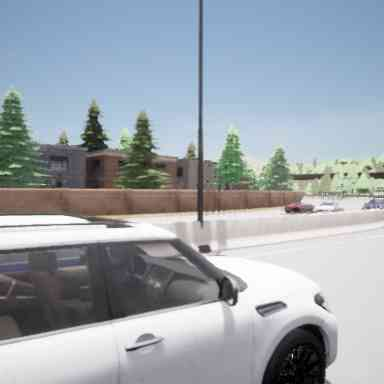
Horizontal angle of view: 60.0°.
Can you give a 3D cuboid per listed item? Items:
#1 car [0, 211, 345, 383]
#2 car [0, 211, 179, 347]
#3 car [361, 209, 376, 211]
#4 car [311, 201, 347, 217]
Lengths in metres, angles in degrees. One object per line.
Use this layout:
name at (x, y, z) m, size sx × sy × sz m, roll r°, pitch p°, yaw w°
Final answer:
car at (-1.005, 1.225, 3.031) m, size 5.566 × 2.045 × 2.150 m, roll 0°, pitch 0°, yaw -35°
car at (-2.726, 1.357, 6.103) m, size 4.553 × 1.767 × 2.097 m, roll 0°, pitch 0°, yaw -36°
car at (18.751, 1.497, 33.610) m, size 2.097 × 1.767 × 4.553 m, roll 0°, pitch 0°, yaw 41°
car at (13.861, 1.653, 33.404) m, size 1.812 × 1.442 × 4.674 m, roll 0°, pitch 0°, yaw 43°
